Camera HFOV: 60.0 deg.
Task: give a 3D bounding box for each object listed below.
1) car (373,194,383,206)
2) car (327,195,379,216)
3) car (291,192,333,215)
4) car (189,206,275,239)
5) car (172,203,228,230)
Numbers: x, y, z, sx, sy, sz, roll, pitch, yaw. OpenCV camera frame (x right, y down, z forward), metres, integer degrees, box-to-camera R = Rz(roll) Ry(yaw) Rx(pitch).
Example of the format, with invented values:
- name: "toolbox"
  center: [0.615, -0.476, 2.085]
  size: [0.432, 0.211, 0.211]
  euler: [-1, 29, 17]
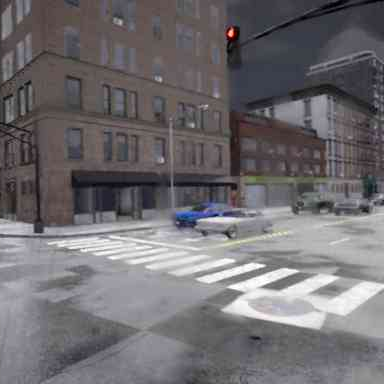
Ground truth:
- name: "car"
  center: [24.751, 1.028, 44.190]
  size: [4.902, 1.511, 2.128]
  euler: [-1, 0, -45]
- name: "car"
  center: [14.156, 1.262, 29.089]
  size: [2.033, 1.411, 5.357]
  euler: [-1, 0, 45]
- name: "car"
  center: [11.331, 1.004, 30.866]
  size: [2.150, 2.045, 5.566]
  euler: [-1, 0, 45]
- name: "car"
  center: [2.318, 1.528, 17.189]
  size: [1.895, 1.301, 4.718]
  euler: [-1, 0, 44]
- name: "car"
  center: [0.960, 1.445, 20.464]
  size: [1.882, 1.535, 5.008]
  euler: [-1, 0, 45]
